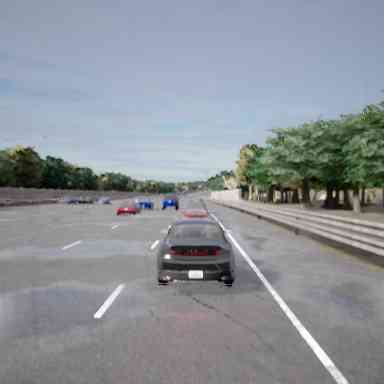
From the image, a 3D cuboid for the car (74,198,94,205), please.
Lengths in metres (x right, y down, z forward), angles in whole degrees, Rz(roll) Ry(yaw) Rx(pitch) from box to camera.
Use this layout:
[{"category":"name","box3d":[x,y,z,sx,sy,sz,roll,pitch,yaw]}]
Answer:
[{"category":"car","box3d":[-20.741,1.837,64.963,1.895,1.301,4.718,0,0,-1]}]

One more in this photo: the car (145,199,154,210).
[{"category":"car","box3d":[-6.501,1.662,46.866,1.882,1.535,5.008,0,0,0]}]

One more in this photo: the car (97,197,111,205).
[{"category":"car","box3d":[-17.248,1.792,65.207,1.812,1.442,4.674,0,0,-1]}]

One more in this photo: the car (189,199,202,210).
[{"category":"car","box3d":[0.496,1.763,47.283,1.812,1.442,4.674,0,0,0]}]

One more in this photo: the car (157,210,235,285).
[{"category":"car","box3d":[0.110,1.503,9.507,1.837,1.490,4.892,0,0,1]}]

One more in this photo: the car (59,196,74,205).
[{"category":"car","box3d":[-24.237,1.570,64.854,2.097,1.767,4.553,0,0,-1]}]

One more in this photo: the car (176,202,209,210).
[{"category":"car","box3d":[0.244,1.563,19.981,1.812,1.442,4.674,0,0,1]}]

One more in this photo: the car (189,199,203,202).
[{"category":"car","box3d":[0.327,1.585,27.541,1.837,1.490,4.892,0,-1,1]}]

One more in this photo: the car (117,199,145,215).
[{"category":"car","box3d":[-6.520,1.655,34.867,1.994,1.385,4.181,0,0,0]}]

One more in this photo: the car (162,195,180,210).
[{"category":"car","box3d":[-3.002,1.439,47.760,2.150,2.045,5.566,0,0,0]}]
